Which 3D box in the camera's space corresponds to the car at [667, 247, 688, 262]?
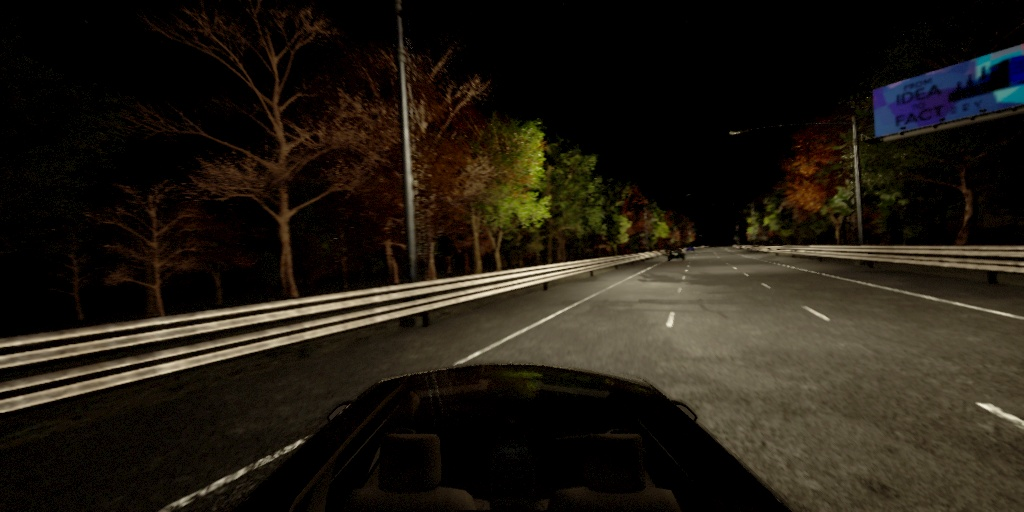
[{"bbox_3d":[22.804,-0.246,49.713,2.097,1.767,4.553,-3,0,28],"label":"car"}]
